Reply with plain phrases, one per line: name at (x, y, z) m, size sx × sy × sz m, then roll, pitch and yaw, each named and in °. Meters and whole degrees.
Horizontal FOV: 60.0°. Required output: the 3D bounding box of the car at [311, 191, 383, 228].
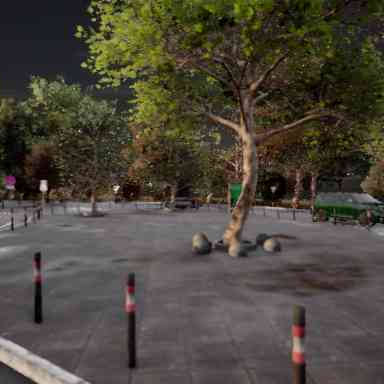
car at (10.097, 0.998, 20.942) m, size 2.150 × 2.045 × 5.566 m, roll 0°, pitch 1°, yaw -25°

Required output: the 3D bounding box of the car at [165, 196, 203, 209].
car at (-0.871, 1.199, 37.355) m, size 4.181 × 1.385 × 1.994 m, roll 0°, pitch 0°, yaw 17°
